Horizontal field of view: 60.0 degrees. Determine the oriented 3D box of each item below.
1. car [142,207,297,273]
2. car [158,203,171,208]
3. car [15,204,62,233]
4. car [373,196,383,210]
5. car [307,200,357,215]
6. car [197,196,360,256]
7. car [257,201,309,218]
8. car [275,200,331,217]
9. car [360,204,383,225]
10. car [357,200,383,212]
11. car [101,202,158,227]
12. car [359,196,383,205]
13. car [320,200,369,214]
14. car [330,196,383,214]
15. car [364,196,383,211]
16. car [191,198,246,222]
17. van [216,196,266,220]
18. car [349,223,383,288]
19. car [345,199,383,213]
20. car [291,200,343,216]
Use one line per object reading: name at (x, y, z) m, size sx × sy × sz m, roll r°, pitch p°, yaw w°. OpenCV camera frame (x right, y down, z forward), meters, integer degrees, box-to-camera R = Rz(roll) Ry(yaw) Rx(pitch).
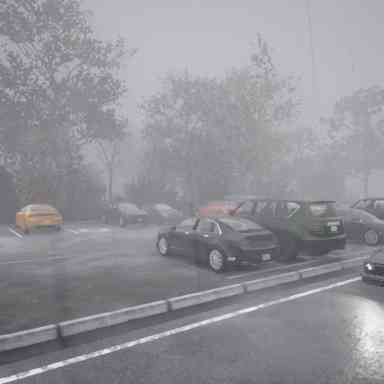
car at (0.585, 1.474, 10.843) m, size 2.231 × 1.521 × 4.892 m, roll 0°, pitch 0°, yaw -35°
car at (-2.446, 1.537, 24.749) m, size 2.002 × 1.452 × 4.674 m, roll 0°, pitch 0°, yaw -35°
car at (-9.249, 1.465, 19.899) m, size 2.097 × 1.535 × 5.008 m, roll 0°, pitch 0°, yaw -35°
car at (29.205, 1.609, 47.302) m, size 2.435 × 2.045 × 5.566 m, roll 1°, pitch -1°, yaw -36°
car at (15.708, 1.713, 37.659) m, size 2.163 × 1.488 × 4.792 m, roll 1°, pitch 0°, yaw -36°
car at (2.848, 1.232, 12.495) m, size 2.435 × 2.045 × 5.566 m, roll 0°, pitch 0°, yaw -35°
car at (8.892, 1.647, 32.825) m, size 2.002 × 1.452 × 4.674 m, roll 1°, pitch 0°, yaw -36°
car at (11.266, 1.629, 34.294) m, size 1.946 × 1.575 × 5.366 m, roll 1°, pitch 0°, yaw -36°
car at (7.426, 1.514, 15.726) m, size 2.231 × 1.521 × 4.892 m, roll 1°, pitch 0°, yaw -35°
car at (24.656, 1.833, 44.084) m, size 2.002 × 1.452 × 4.674 m, roll 1°, pitch 0°, yaw -36°
car at (-4.718, 1.482, 23.136) m, size 2.097 × 1.535 × 5.008 m, roll 0°, pitch 0°, yaw -35°
car at (9.699, 1.283, 17.373) m, size 2.435 × 2.045 × 5.566 m, roll 1°, pitch 0°, yaw -35°
car at (17.941, 1.738, 39.325) m, size 2.163 × 1.488 × 4.792 m, roll 1°, pitch 0°, yaw -36°
car at (20.240, 1.484, 40.898) m, size 2.435 × 2.045 × 5.566 m, roll 1°, pitch 0°, yaw -36°
car at (27.039, 1.576, 45.754) m, size 2.435 × 2.045 × 5.566 m, roll 1°, pitch -1°, yaw -36°
car at (2.110, 1.409, 27.953) m, size 2.185 × 1.767 × 4.553 m, roll 1°, pitch 0°, yaw -35°
van at (4.289, 1.331, 29.687) m, size 1.878 × 1.987 × 4.442 m, roll 1°, pitch 0°, yaw -35°
car at (6.353, 1.554, 8.209) m, size 5.357 × 1.411 × 2.033 m, roll 0°, pitch 0°, yaw -35°
car at (22.493, 1.765, 42.535) m, size 2.097 × 1.535 × 5.008 m, roll 1°, pitch 0°, yaw -36°
car at (13.429, 1.658, 36.060) m, size 2.097 × 1.535 × 5.008 m, roll 1°, pitch 0°, yaw -36°
